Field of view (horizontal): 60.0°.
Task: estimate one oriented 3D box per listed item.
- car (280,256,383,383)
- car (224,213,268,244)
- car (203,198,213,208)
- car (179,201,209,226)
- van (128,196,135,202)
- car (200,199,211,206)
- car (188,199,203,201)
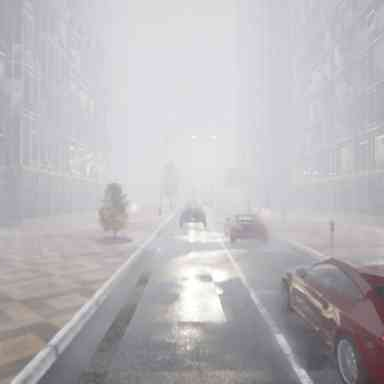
[{"bbox_3d":[2.569,1.604,4.940,1.802,1.307,4.206,1,0,0],"label":"car"},{"bbox_3d":[2.550,1.655,16.074,1.802,1.307,4.206,1,0,0],"label":"car"},{"bbox_3d":[2.486,1.714,55.047,1.967,1.590,4.097,1,0,0],"label":"car"},{"bbox_3d":[0.059,1.637,24.010,1.812,1.442,4.674,0,0,0],"label":"car"},{"bbox_3d":[-17.978,1.879,87.554,3.998,1.788,1.690,-1,-1,13],"label":"van"},{"bbox_3d":[2.474,1.887,60.613,1.802,1.307,4.206,1,0,0],"label":"car"},{"bbox_3d":[0.030,1.749,41.656,2.033,1.411,5.357,0,0,0],"label":"car"}]
